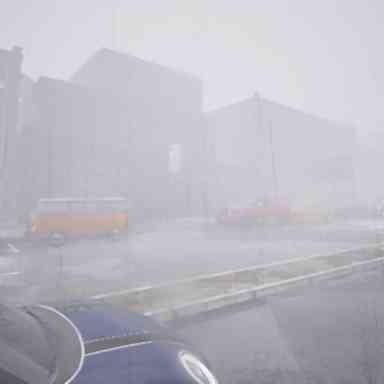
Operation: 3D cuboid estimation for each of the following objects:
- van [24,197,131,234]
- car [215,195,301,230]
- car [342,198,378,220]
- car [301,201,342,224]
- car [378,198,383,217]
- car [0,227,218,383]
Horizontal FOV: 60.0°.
[{"bbox_3d":[-5.041,1.227,14.930,4.442,1.987,1.878,0,0,-36],"label":"van"},{"bbox_3d":[4.111,1.211,21.496,5.566,2.045,2.435,0,0,-36],"label":"car"},{"bbox_3d":[13.015,1.472,27.886,4.892,1.521,2.231,0,0,-36],"label":"car"},{"bbox_3d":[8.525,1.466,24.664,5.008,1.535,2.097,0,0,-36],"label":"car"},{"bbox_3d":[17.524,1.350,31.121,4.553,1.767,2.185,0,0,-36],"label":"car"},{"bbox_3d":[-1.933,1.352,2.061,4.553,1.767,2.097,0,0,-36],"label":"car"}]
